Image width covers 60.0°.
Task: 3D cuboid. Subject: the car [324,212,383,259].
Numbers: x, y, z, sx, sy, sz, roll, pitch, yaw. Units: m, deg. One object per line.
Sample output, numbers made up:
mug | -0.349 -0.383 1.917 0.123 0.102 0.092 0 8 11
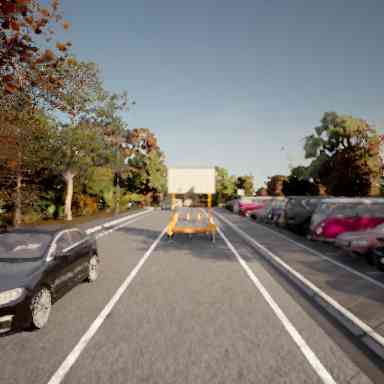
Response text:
car | 7.056 1.520 10.686 4.674 1.452 2.002 0 0 0

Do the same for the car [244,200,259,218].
car | 7.052 1.643 27.323 4.792 1.488 2.163 0 -1 0

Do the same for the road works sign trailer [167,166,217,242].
road works sign trailer | -0.018 0.511 16.583 2.380 3.560 2.880 0 0 -1

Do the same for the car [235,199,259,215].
car | 7.097 1.693 32.874 5.008 1.535 2.097 0 -1 0

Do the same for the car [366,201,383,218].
car | 20.166 1.689 32.665 5.008 1.535 2.097 0 -1 0

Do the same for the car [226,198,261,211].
car | 7.146 1.768 46.751 4.553 1.767 2.185 0 -1 0

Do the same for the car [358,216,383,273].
car | 7.043 1.485 7.910 5.008 1.535 2.097 0 0 0

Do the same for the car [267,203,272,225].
car | 7.097 1.524 18.988 4.792 1.488 2.163 0 0 0

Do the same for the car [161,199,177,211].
car | -3.297 1.794 47.836 2.097 1.767 4.553 0 -1 0

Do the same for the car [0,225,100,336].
car | -3.349 1.498 6.925 2.128 1.511 4.902 0 0 0

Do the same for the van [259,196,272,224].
van | 6.956 1.308 21.774 4.442 1.987 1.878 0 -1 0

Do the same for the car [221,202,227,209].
car | 7.082 1.600 43.981 5.566 2.045 2.435 0 -1 0

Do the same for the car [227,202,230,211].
car | 7.135 1.841 41.201 4.792 1.488 2.163 0 -1 0

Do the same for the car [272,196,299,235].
car | 7.091 1.219 16.238 5.566 2.045 2.435 0 0 0

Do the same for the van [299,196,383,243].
van | 6.941 1.249 13.462 4.442 1.987 1.878 0 0 0

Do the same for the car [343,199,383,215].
car | 20.149 1.643 38.207 4.553 1.767 2.185 0 -1 0

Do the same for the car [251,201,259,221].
car | 7.080 1.614 24.546 4.674 1.452 2.002 0 -1 0

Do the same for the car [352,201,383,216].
car | 20.171 1.730 35.560 5.008 1.535 2.097 0 -1 0

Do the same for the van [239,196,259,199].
van | 7.213 1.507 35.653 4.442 1.987 1.878 0 -1 0

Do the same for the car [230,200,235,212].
car | 7.103 1.812 38.425 4.674 1.452 2.002 0 -1 0

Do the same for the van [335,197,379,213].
van | 20.302 1.582 40.978 4.442 1.987 1.878 0 -1 0
